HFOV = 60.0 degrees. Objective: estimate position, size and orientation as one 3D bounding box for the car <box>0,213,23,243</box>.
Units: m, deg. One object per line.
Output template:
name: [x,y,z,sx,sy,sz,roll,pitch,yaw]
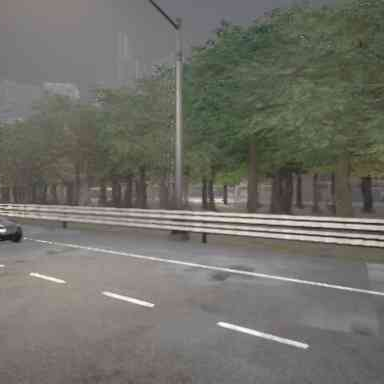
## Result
car: [-9.449,1.571,14.899,4.181,1.385,1.994,0,0,35]
